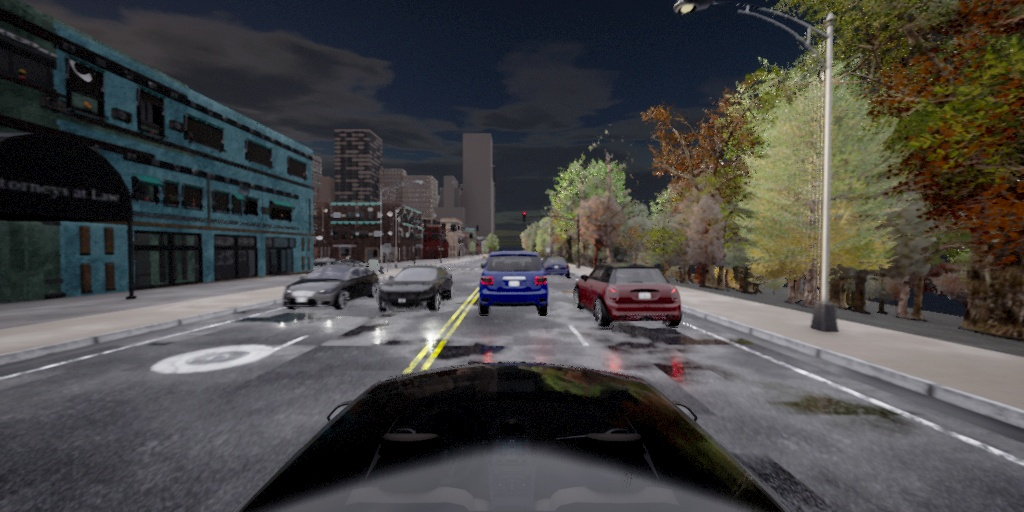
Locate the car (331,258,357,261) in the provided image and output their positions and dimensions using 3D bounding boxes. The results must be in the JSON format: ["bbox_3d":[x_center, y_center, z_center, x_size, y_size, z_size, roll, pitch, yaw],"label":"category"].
[{"bbox_3d":[-20.200,1.033,45.752,4.313,1.339,1.948,0,0,0],"label":"car"}]

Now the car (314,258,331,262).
[{"bbox_3d":[-28.584,0.929,54.213,4.403,1.370,2.007,0,0,0],"label":"car"}]

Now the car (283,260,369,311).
[{"bbox_3d":[-6.659,1.096,13.786,2.128,1.511,4.902,0,1,0],"label":"car"}]

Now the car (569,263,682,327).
[{"bbox_3d":[3.301,0.985,11.111,2.097,1.767,4.553,0,1,-1],"label":"car"}]

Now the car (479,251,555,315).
[{"bbox_3d":[0.038,0.835,12.954,2.150,2.045,5.566,0,1,-1],"label":"car"}]

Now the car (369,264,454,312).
[{"bbox_3d":[-3.408,1.083,13.554,1.882,1.535,5.008,0,1,0],"label":"car"}]

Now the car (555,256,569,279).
[{"bbox_3d":[3.204,0.776,28.089,2.097,1.767,4.553,0,1,0],"label":"car"}]
